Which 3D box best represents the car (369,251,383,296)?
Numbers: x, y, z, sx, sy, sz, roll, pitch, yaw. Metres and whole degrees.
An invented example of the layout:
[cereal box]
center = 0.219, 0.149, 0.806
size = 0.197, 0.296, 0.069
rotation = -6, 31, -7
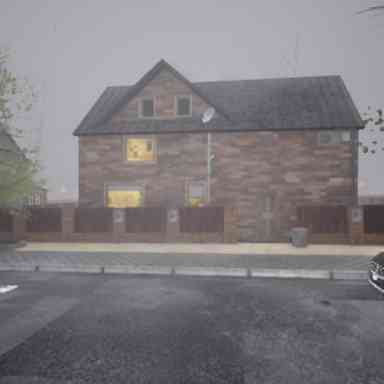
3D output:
[car]
center = 5.912, 1.368, 5.990
size = 4.892, 1.490, 1.837
rotation = -1, 1, 10
